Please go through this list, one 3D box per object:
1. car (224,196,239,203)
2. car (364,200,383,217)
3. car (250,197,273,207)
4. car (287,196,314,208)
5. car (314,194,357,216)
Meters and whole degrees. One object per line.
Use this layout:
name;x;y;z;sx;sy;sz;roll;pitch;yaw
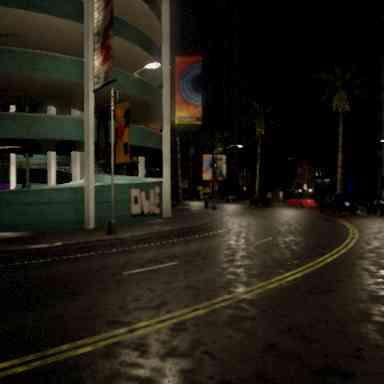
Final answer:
car;8.993;1.629;75.841;2.231;1.521;4.892;0;0;-21
car;17.592;1.494;30.792;2.128;1.511;4.902;0;0;7
car;10.878;1.561;52.479;1.882;1.535;5.008;0;0;-19
car;15.795;1.405;48.517;2.097;1.767;4.553;0;0;-16
car;14.415;1.243;33.148;2.150;2.045;5.566;0;0;4
